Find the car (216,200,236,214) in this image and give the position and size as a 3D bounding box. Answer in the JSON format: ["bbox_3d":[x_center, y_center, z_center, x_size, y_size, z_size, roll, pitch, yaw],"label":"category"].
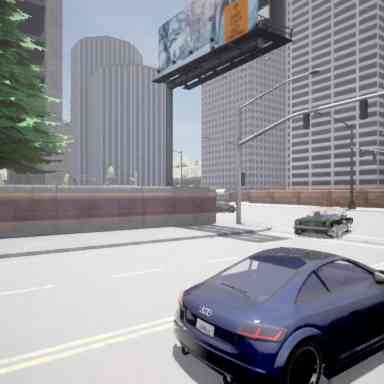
[{"bbox_3d":[2.860,1.564,35.451,1.994,1.385,4.181,0,0,-35],"label":"car"}]

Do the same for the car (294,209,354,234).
[{"bbox_3d":[7.113,1.601,17.748,1.895,1.301,4.718,0,0,38],"label":"car"}]

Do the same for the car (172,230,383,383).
[{"bbox_3d":[1.796,1.564,5.074,4.181,1.385,1.994,0,0,-35],"label":"car"}]
